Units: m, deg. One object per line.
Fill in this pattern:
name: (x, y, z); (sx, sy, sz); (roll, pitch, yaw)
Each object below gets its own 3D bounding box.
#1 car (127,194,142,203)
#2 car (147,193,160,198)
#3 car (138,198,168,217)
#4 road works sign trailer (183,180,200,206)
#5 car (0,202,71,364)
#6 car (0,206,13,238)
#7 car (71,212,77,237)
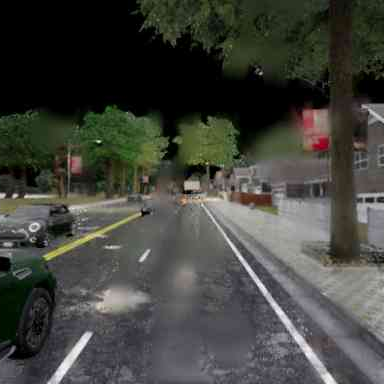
car: (-9.788, 1.094, 57.074); (2.033, 1.411, 5.357); (0, 1, 1)
car: (-6.545, 1.023, 57.203); (1.882, 1.535, 5.008); (0, 1, 1)
car: (-3.151, 1.415, 28.598); (1.895, 1.301, 4.718); (0, 0, 0)
road works sign trailer: (-0.005, 0.103, 47.977); (2.380, 3.560, 2.880); (0, 1, 1)
car: (-3.148, 1.214, 2.794); (2.150, 2.045, 5.566); (0, 0, 0)
car: (-9.848, 1.453, 14.228); (1.812, 1.442, 4.674); (0, 0, 0)
car: (-6.600, 1.280, 14.164); (2.097, 1.767, 4.553); (0, 0, 0)
